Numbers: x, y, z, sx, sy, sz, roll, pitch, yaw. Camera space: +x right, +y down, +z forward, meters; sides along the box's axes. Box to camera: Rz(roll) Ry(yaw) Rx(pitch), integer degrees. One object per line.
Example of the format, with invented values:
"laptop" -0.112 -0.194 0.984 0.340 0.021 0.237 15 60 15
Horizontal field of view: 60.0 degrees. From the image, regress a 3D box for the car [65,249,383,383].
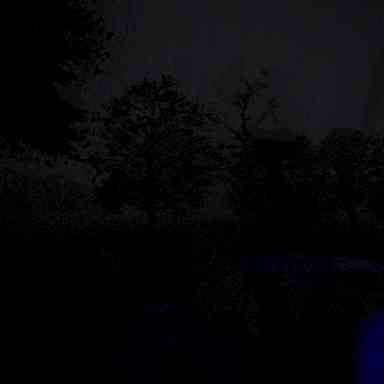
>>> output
"car" 1.140 1.508 3.889 5.008 1.535 1.882 1 0 -36
